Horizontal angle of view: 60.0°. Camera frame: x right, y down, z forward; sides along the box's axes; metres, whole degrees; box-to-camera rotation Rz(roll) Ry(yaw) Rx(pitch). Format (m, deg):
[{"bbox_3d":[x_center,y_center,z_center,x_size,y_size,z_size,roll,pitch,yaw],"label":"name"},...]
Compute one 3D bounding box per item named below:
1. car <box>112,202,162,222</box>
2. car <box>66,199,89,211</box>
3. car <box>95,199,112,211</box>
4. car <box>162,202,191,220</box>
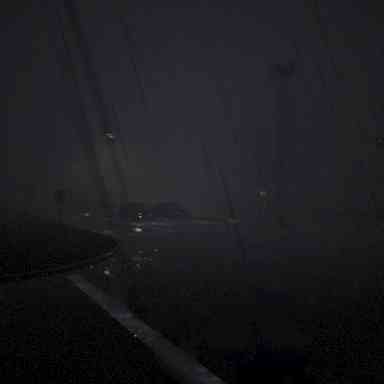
[{"bbox_3d":[-4.746,1.636,28.178,1.837,1.490,4.892,1,0,-35],"label":"car"},{"bbox_3d":[-14.595,1.612,42.299,1.882,1.535,5.008,1,-1,-34],"label":"car"},{"bbox_3d":[-11.316,1.697,43.708,1.812,1.442,4.674,1,-1,-35],"label":"car"},{"bbox_3d":[-2.033,1.647,30.404,1.882,1.535,5.008,1,0,-35],"label":"car"}]
